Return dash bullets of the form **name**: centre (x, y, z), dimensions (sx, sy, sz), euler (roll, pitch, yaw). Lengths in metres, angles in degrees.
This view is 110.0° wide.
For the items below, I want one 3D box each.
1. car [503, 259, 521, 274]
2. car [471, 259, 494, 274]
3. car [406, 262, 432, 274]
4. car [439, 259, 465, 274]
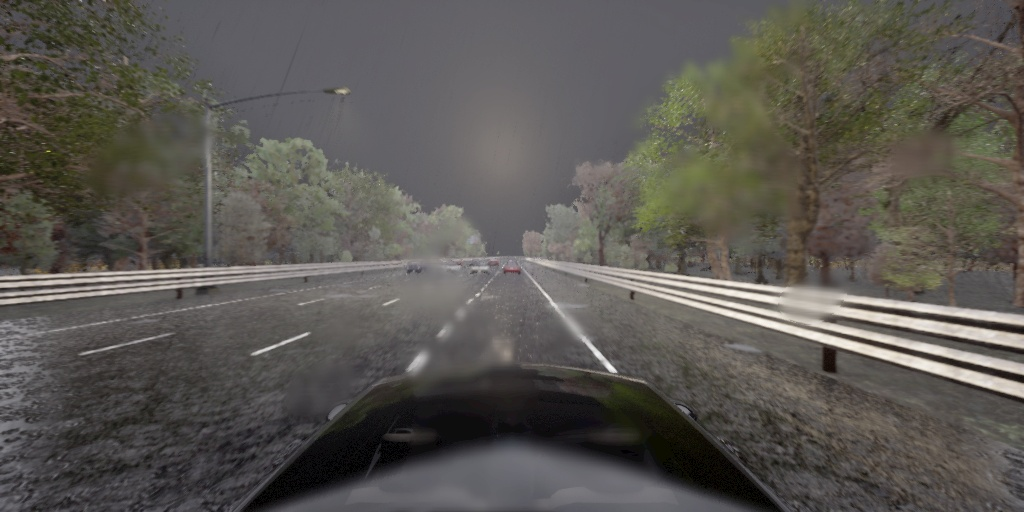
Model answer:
- **car**: centre (0.016, 1.332, 41.361), dimensions (1.994, 1.385, 4.181), euler (0, 0, 0)
- **car**: centre (-3.490, 1.368, 40.901), dimensions (1.895, 1.301, 4.718), euler (0, 0, 0)
- **car**: centre (-10.492, 1.367, 40.806), dimensions (1.895, 1.301, 4.718), euler (0, 0, 0)
- **car**: centre (-6.991, 1.368, 40.901), dimensions (1.895, 1.301, 4.718), euler (0, 0, 0)
